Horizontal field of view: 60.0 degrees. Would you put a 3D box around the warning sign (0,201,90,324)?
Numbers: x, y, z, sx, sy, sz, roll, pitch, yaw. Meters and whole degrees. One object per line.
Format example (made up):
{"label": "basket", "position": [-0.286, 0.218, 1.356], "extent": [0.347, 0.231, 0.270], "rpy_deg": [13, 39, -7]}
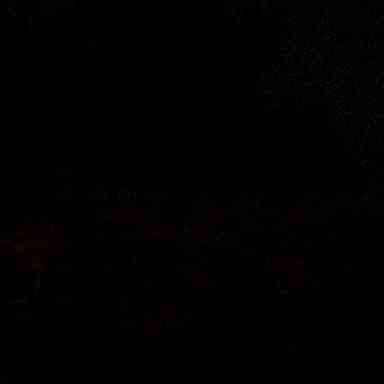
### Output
{"label": "warning sign", "position": [-2.752, 1.118, 5.977], "extent": [1.060, 1.860, 1.300], "rpy_deg": [2, 0, 36]}
